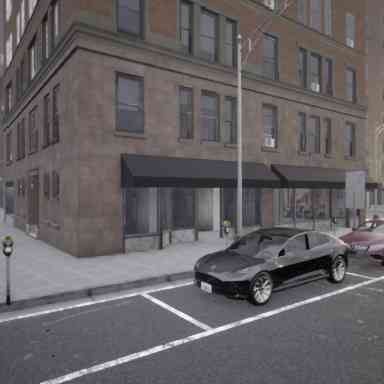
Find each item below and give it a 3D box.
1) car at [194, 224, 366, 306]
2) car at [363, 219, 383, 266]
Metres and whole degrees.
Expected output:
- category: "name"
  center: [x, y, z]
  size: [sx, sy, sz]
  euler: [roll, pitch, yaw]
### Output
- category: "car"
  center: [2.058, 1.565, 8.037]
  size: [4.313, 1.339, 1.947]
  euler: [0, 0, -36]
- category: "car"
  center: [6.519, 1.581, 11.256]
  size: [4.206, 1.307, 1.802]
  euler: [0, 0, -36]
